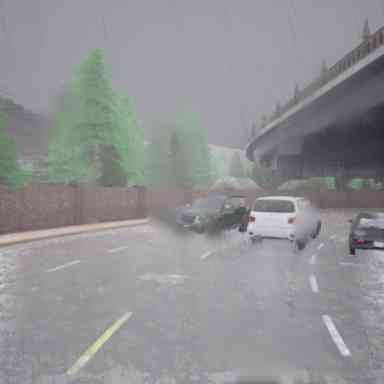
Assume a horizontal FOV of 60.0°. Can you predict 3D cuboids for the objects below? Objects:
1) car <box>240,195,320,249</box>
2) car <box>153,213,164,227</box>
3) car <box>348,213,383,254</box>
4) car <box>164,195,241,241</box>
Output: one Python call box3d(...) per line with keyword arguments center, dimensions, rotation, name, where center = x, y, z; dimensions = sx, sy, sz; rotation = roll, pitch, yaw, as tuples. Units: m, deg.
box3d(center=(4.228, 1.198, 14.786), dimensions=(2.150, 2.045, 5.566), rotation=(0, 0, 28), name="car")
box3d(center=(-0.139, 1.483, 21.379), dimensions=(2.033, 1.411, 5.357), rotation=(0, 0, 34), name="car")
box3d(center=(7.105, 1.518, 12.804), dimensions=(1.812, 1.442, 4.674), rotation=(0, 0, 27), name="car")
box3d(center=(1.168, 1.176, 16.866), dimensions=(2.150, 2.045, 5.566), rotation=(0, 0, 31), name="car")
